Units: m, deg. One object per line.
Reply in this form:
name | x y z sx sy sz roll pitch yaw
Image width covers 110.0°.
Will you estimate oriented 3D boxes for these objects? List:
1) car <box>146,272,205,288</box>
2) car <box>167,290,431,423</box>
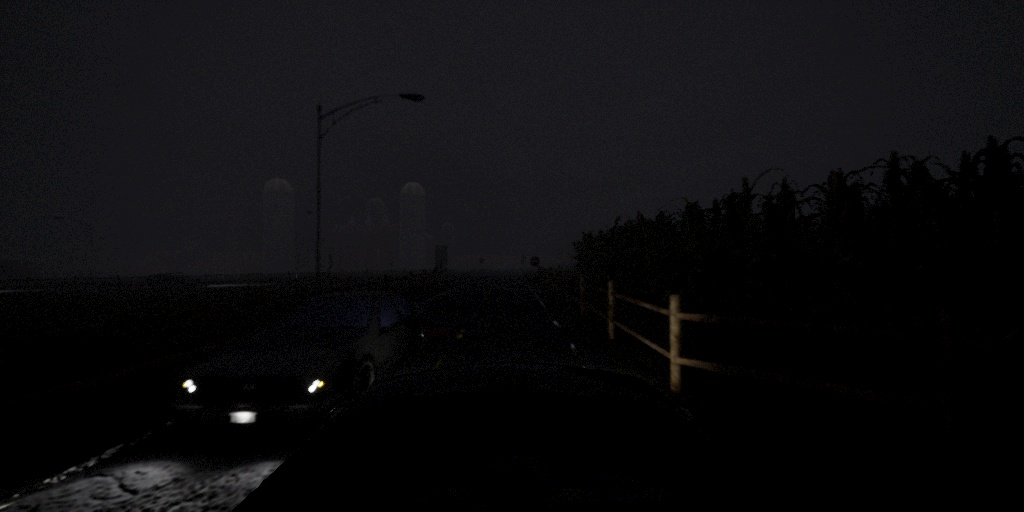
car | -34.506 2.396 36.891 4.902 1.511 2.128 0 0 -8
car | -2.848 1.356 6.465 2.033 1.411 5.357 0 -1 0
